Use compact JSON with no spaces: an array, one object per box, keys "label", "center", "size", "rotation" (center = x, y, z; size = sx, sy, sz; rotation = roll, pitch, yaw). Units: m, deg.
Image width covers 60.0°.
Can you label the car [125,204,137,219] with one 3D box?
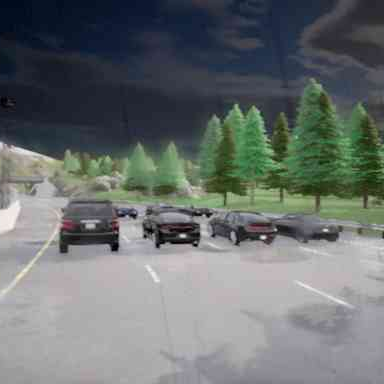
[{"label":"car","center":[-6.229,1.749,29.918],"size":[1.895,1.301,4.718],"rotation":[1,0,-22]}]

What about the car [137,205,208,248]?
[{"label":"car","center":[-1.107,1.581,15.517],"size":[1.882,1.535,5.008],"rotation":[1,0,-18]}]

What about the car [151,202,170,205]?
[{"label":"car","center":[-3.047,1.690,31.384],"size":[2.128,1.511,4.902],"rotation":[1,0,-22]}]

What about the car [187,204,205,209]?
[{"label":"car","center":[0.278,1.847,32.497],"size":[1.895,1.301,4.718],"rotation":[1,0,-22]}]

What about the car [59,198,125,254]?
[{"label":"car","center":[-4.304,1.270,14.048],"size":[2.150,2.045,5.566],"rotation":[1,0,-17]}]

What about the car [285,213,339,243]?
[{"label":"car","center":[5.630,1.763,17.430],"size":[1.994,1.385,4.181],"rotation":[1,0,-18]}]

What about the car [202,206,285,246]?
[{"label":"car","center":[2.293,1.658,16.379],"size":[1.837,1.490,4.892],"rotation":[1,0,-18]}]

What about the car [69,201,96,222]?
[{"label":"car","center":[-9.551,1.607,28.798],"size":[1.837,1.490,4.892],"rotation":[1,0,-22]}]
